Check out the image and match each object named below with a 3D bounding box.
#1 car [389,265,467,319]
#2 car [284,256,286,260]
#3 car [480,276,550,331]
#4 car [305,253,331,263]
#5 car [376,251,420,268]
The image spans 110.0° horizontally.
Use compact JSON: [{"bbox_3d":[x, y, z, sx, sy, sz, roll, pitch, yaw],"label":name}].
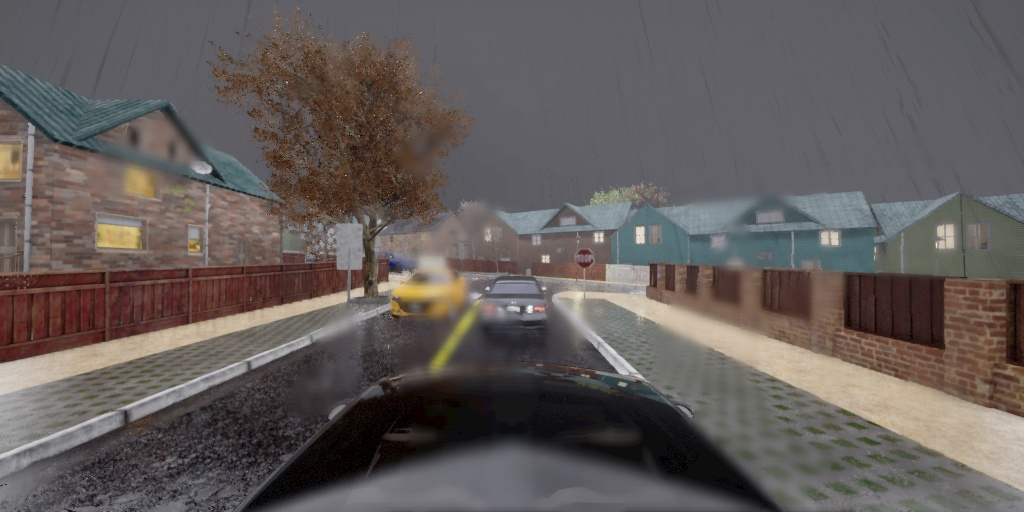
[{"bbox_3d":[-2.806,1.236,13.035,1.882,1.535,5.008,0,0,1],"label":"car"},{"bbox_3d":[-32.712,0.040,47.657,5.008,1.535,1.882,2,0,32],"label":"car"},{"bbox_3d":[0.122,1.305,10.950,2.033,1.411,5.357,0,0,1],"label":"car"},{"bbox_3d":[-21.425,0.486,40.557,4.892,1.490,1.837,2,0,32],"label":"car"},{"bbox_3d":[-11.249,0.589,34.178,5.566,2.045,2.150,2,0,32],"label":"car"}]
